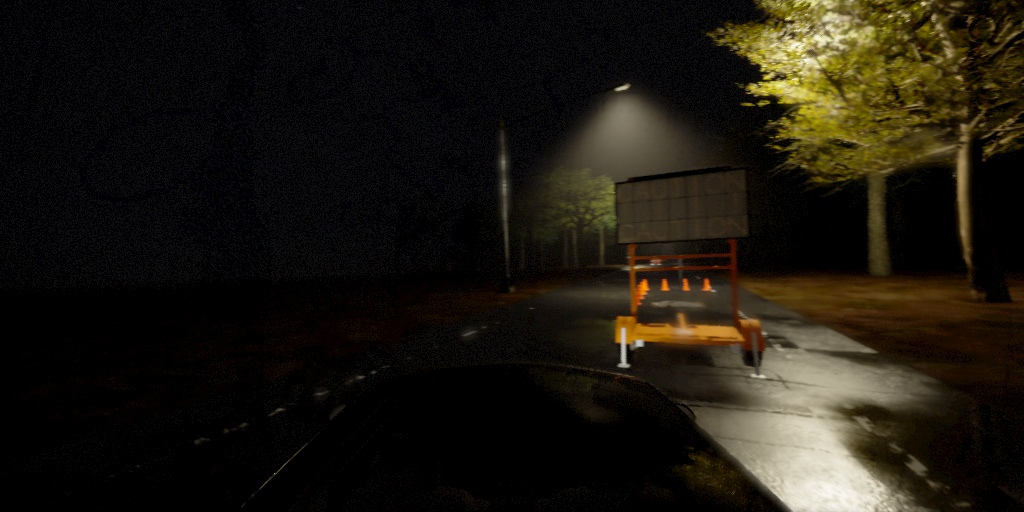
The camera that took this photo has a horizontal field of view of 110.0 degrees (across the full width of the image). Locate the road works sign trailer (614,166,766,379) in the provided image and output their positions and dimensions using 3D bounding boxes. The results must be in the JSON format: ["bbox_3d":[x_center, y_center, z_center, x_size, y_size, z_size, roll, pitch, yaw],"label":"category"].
[{"bbox_3d":[3.463,0.123,7.226,2.380,3.560,2.880,0,0,24],"label":"road works sign trailer"}]
